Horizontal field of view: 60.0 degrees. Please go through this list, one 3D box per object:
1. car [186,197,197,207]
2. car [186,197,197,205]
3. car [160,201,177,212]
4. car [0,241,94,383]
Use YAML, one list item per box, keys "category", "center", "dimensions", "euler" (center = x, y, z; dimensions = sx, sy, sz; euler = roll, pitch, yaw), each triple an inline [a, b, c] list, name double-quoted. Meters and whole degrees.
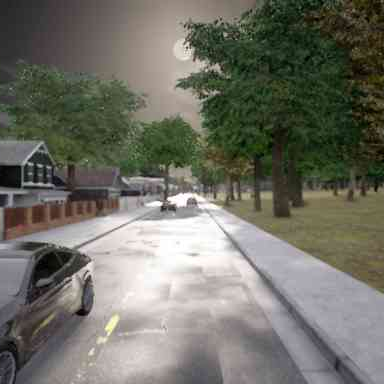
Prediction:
- category: "car"
  center: [-0.042, 1.655, 55.825]
  dimensions: [2.128, 1.511, 4.902]
  euler: [0, 0, 0]
- category: "car"
  center: [-0.050, 1.730, 66.244]
  dimensions: [2.033, 1.411, 5.357]
  euler: [0, 0, 0]
- category: "car"
  center: [-2.782, 1.739, 39.968]
  dimensions: [1.895, 1.301, 4.718]
  euler: [0, 0, 0]
- category: "car"
  center: [-2.844, 1.550, 4.966]
  dimensions: [1.812, 1.442, 4.674]
  euler: [0, 0, 0]
